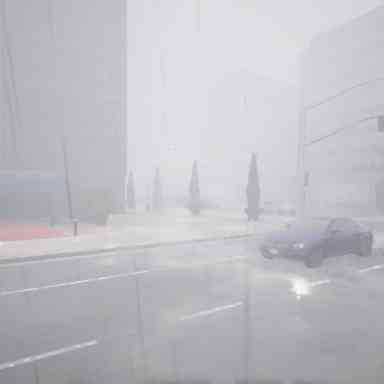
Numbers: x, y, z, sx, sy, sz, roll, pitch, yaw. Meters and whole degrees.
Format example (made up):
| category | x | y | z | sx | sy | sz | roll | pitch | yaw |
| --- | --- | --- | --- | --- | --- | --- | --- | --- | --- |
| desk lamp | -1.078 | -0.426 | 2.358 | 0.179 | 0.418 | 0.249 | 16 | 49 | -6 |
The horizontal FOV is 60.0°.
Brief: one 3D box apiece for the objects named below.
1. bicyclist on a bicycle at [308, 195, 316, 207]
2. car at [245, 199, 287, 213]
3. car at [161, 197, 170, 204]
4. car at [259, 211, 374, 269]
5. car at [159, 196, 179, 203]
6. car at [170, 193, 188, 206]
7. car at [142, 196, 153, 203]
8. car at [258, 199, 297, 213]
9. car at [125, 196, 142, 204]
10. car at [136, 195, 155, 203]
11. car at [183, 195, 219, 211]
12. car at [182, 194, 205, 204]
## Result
| category | x | y | z | sx | sy | sz | roll | pitch | yaw |
| --- | --- | --- | --- | --- | --- | --- | --- | --- | --- |
| bicyclist on a bicycle | 16.836 | 1.301 | 46.676 | 1.656 | 1.620 | 0.582 | 0 | 0 | -35 |
| car | 8.371 | 1.526 | 37.853 | 1.812 | 1.442 | 4.674 | 0 | 0 | -35 |
| car | -4.181 | 1.547 | 62.372 | 2.033 | 1.411 | 5.357 | 0 | 0 | -35 |
| car | 4.366 | 1.526 | 11.302 | 4.674 | 1.442 | 1.812 | 0 | 0 | -35 |
| car | -4.882 | 1.601 | 69.477 | 1.895 | 1.301 | 4.718 | 0 | 0 | -35 |
| car | -0.603 | 1.219 | 50.766 | 2.150 | 2.045 | 5.566 | 0 | 0 | -35 |
| car | -9.598 | 1.206 | 63.855 | 1.994 | 1.385 | 4.181 | 0 | 0 | -35 |
| car | 7.971 | 1.526 | 32.309 | 1.812 | 1.442 | 4.674 | 0 | 0 | -35 |
| car | -11.391 | 1.601 | 60.275 | 1.895 | 1.301 | 4.718 | 0 | 0 | -34 |
| car | -9.898 | 1.520 | 70.399 | 2.128 | 1.511 | 4.902 | 0 | 0 | -35 |
| car | 1.427 | 1.492 | 41.714 | 2.128 | 1.511 | 4.902 | 0 | 0 | -35 |
| car | 0.246 | 1.352 | 62.141 | 2.097 | 1.767 | 4.553 | 0 | 0 | -35 |
